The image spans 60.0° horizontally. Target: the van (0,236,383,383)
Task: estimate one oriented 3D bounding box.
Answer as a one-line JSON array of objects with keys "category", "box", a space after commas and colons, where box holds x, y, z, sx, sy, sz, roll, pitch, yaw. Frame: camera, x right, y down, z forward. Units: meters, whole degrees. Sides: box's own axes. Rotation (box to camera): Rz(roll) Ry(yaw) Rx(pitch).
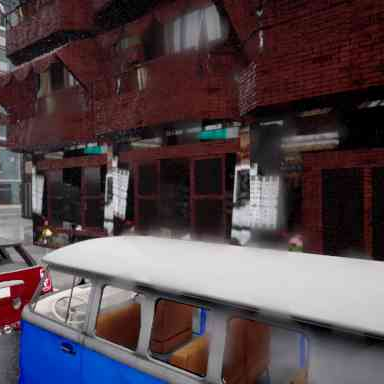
[{"category": "van", "box": [0.266, 1.341, 2.543, 3.998, 1.788, 1.690, 0, -1, 35]}]
